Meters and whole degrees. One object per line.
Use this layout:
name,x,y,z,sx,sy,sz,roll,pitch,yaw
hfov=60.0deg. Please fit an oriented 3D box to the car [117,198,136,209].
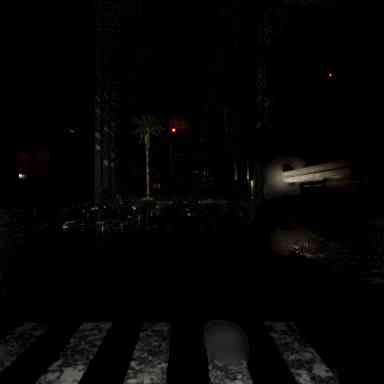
car,-9.714,1.698,49.822,1.994,1.385,4.181,0,0,0

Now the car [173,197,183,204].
car,-2.975,1.786,69.857,1.994,1.385,4.181,0,0,0

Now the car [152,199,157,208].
car,-6.465,1.735,49.962,1.895,1.301,4.718,0,0,1

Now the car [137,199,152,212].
car,-6.502,1.587,39.977,2.128,1.511,4.902,0,0,0

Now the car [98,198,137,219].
car,-6.529,1.541,29.649,1.882,1.535,5.008,0,0,0

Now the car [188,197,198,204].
car,0.275,1.786,69.874,1.994,1.385,4.181,0,0,0

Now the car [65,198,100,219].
car,-9.774,1.541,29.915,1.882,1.535,5.008,0,0,0

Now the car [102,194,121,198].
car,-9.756,1.317,39.861,2.150,2.045,5.566,0,0,0
